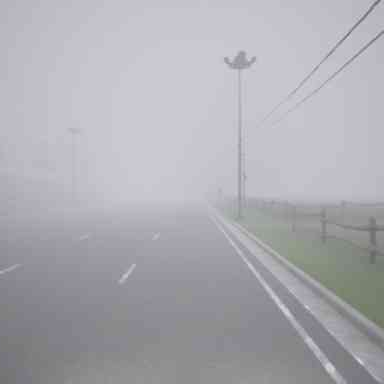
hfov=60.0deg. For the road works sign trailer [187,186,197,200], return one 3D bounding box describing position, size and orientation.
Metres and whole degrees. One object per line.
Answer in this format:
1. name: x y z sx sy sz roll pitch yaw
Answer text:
1. road works sign trailer: -0.010 0.191 84.007 2.380 3.560 2.880 0 0 0
